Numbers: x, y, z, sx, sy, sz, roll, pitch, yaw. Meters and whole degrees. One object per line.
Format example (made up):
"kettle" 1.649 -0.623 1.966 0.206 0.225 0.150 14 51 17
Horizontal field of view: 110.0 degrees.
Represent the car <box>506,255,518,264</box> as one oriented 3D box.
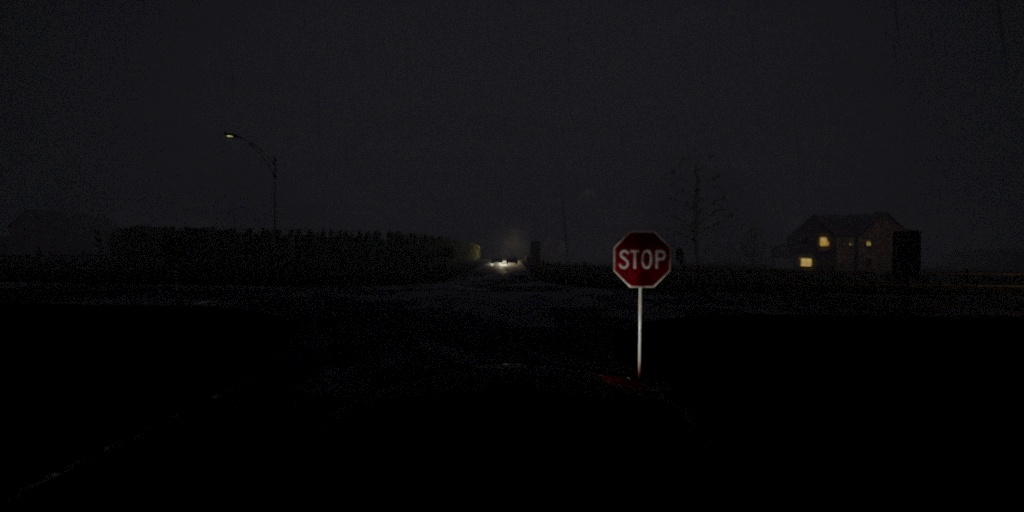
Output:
"car" 0.003 0.593 61.389 1.882 1.535 5.008 0 1 0
